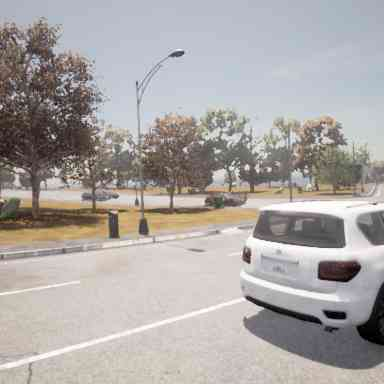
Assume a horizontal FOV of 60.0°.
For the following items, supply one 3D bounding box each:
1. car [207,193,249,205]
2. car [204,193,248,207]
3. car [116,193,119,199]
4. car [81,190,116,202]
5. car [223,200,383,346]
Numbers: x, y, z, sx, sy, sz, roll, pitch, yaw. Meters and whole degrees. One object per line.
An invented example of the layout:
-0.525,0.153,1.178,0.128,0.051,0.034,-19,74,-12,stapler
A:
4.389,0.782,40.740,4.718,1.301,1.895,0,3,33,car
3.596,0.869,37.085,4.674,1.442,1.812,0,3,33,car
-13.415,0.414,52.257,4.181,1.385,1.994,2,4,33,car
-14.042,0.553,48.493,4.902,1.511,2.128,2,4,33,car
3.365,1.182,6.599,5.566,2.045,2.150,-1,0,-39,car
